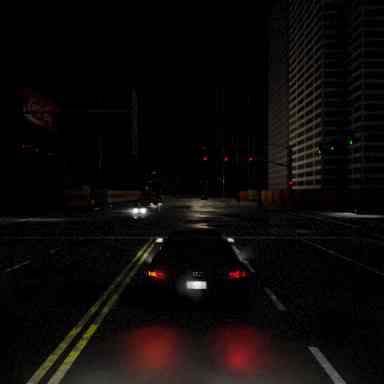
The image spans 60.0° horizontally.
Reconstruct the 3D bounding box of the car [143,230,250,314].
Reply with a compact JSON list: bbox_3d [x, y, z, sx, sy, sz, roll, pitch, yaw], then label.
[{"bbox_3d":[0.076,1.564,7.706,1.994,1.385,4.181,0,0,0],"label":"car"}]

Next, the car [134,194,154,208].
[{"bbox_3d":[-7.214,1.491,48.086,2.128,1.511,4.902,0,0,0],"label":"car"}]

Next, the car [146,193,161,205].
[{"bbox_3d":[-7.229,1.221,58.039,2.150,2.045,5.566,0,0,0],"label":"car"}]

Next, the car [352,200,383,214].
[{"bbox_3d":[19.626,1.547,34.492,5.357,1.411,2.033,0,0,0],"label":"car"}]

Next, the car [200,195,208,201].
[{"bbox_3d":[3.268,1.525,87.544,2.128,1.511,4.902,0,0,0],"label":"car"}]
